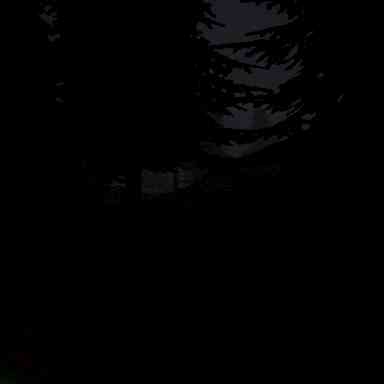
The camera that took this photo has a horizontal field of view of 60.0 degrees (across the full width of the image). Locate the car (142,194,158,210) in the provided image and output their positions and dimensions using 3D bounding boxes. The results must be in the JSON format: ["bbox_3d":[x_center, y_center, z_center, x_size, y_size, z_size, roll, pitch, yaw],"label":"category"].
[{"bbox_3d":[-6.438,1.206,39.240,2.150,2.045,5.566,0,0,37],"label":"car"}]
